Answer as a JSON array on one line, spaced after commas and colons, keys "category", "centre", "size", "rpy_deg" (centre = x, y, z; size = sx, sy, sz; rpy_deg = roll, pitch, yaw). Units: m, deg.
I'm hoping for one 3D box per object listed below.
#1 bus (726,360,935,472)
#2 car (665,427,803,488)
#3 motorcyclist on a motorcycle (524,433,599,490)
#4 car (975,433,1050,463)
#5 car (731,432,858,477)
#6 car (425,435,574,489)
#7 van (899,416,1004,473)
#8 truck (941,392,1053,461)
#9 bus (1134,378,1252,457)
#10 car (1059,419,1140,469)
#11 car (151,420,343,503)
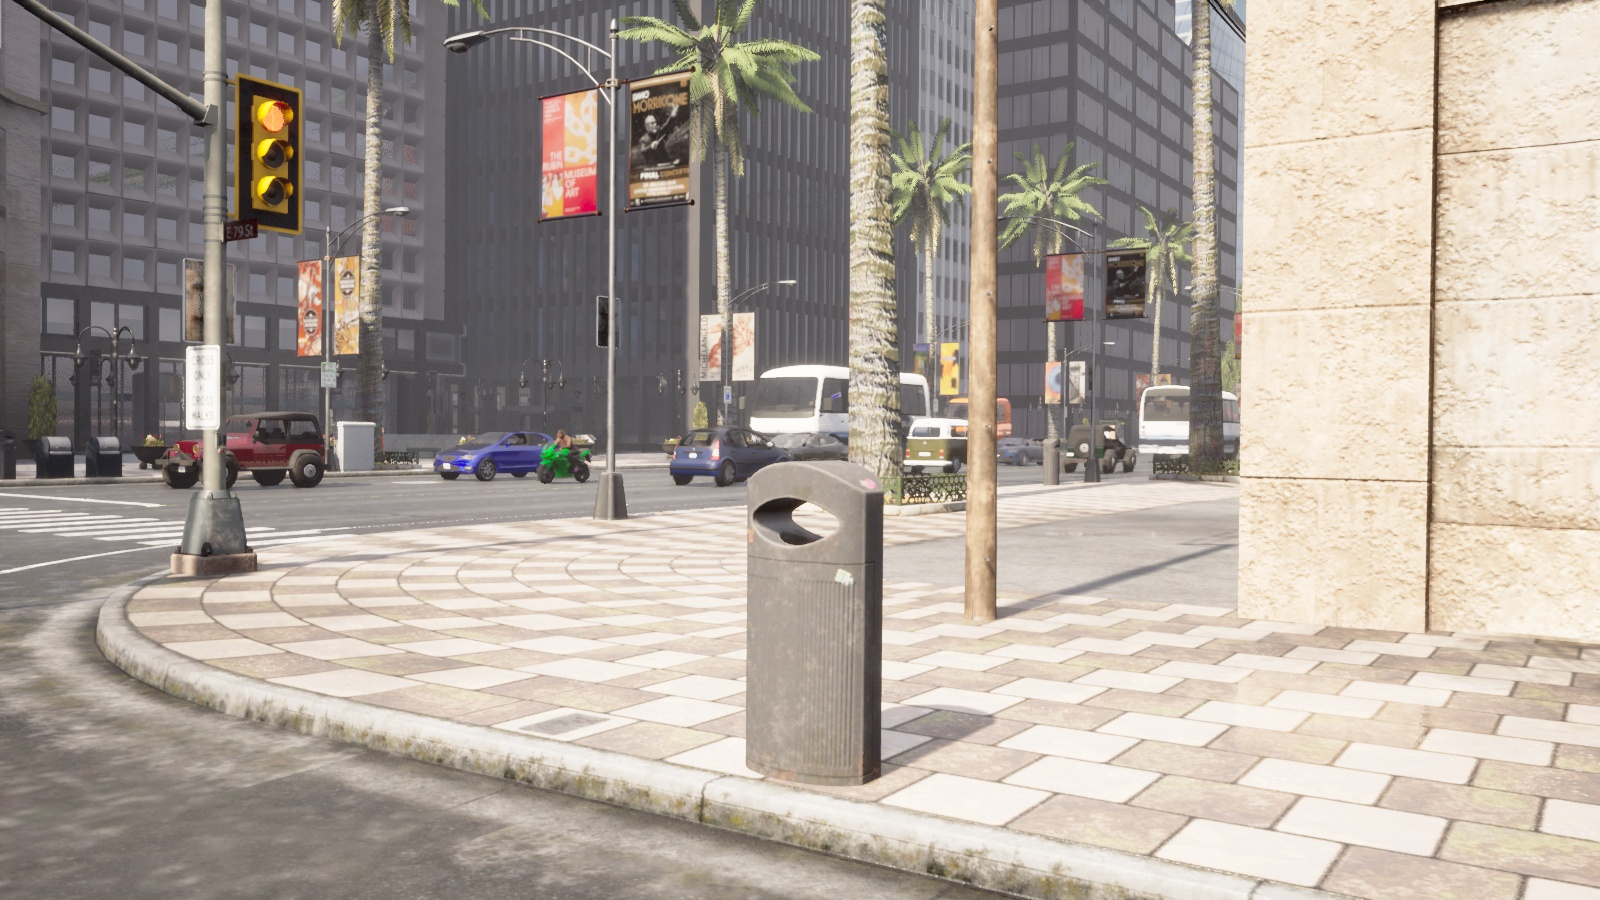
[{"category": "bus", "centre": [1.556, -1.385, 53.145], "size": [3.944, 4.253, 10.273], "rpy_deg": [0, 1, 33]}, {"category": "car", "centre": [-1.802, 0.161, 35.525], "size": [1.851, 1.617, 3.988], "rpy_deg": [0, 1, 34]}, {"category": "motorcyclist on a motorcycle", "centre": [-6.567, 0.299, 34.685], "size": [0.797, 1.523, 2.044], "rpy_deg": [0, 1, 34]}, {"category": "car", "centre": [10.176, -0.116, 59.921], "size": [1.994, 1.385, 4.181], "rpy_deg": [0, 1, 33]}, {"category": "car", "centre": [-0.117, 0.126, 44.358], "size": [2.163, 1.488, 4.792], "rpy_deg": [0, 1, 34]}, {"category": "car", "centre": [-8.902, 0.313, 37.493], "size": [1.816, 1.474, 4.193], "rpy_deg": [0, 1, 34]}, {"category": "van", "centre": [5.698, -0.236, 46.742], "size": [2.069, 2.038, 4.480], "rpy_deg": [0, 1, 34]}, {"category": "truck", "centre": [10.644, -1.263, 67.060], "size": [2.891, 3.462, 7.936], "rpy_deg": [0, 1, 33]}, {"category": "bus", "centre": [23.102, -1.856, 73.370], "size": [3.944, 4.253, 10.273], "rpy_deg": [0, 1, 33]}, {"category": "car", "centre": [11.885, -0.260, 49.734], "size": [1.905, 1.878, 3.866], "rpy_deg": [0, 1, 33]}, {"category": "car", "centre": [-13.428, 0.230, 30.680], "size": [1.905, 1.878, 3.866], "rpy_deg": [0, 1, 34]}]
